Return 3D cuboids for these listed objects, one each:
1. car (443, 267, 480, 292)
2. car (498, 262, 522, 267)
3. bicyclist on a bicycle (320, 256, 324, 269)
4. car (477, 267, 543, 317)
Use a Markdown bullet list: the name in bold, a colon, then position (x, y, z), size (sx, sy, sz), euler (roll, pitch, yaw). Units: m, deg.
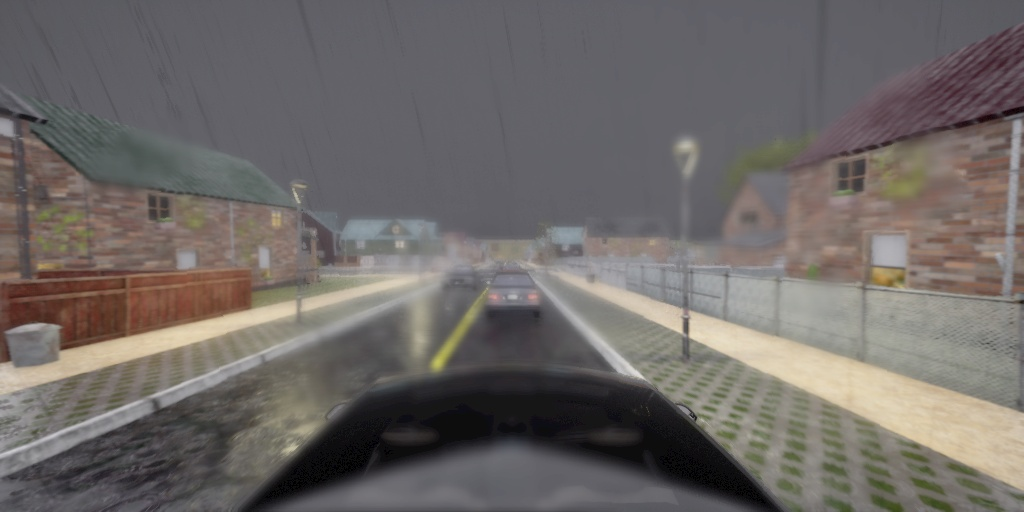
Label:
- **car**: position (-2.843, 1.325, 21.432), size (1.994, 1.385, 4.181), euler (0, 0, 0)
- **car**: position (0.082, 1.374, 27.892), size (1.895, 1.301, 4.718), euler (0, 0, 0)
- **bicyclist on a bicycle**: position (-24.882, 0.839, 46.841), size (0.582, 1.620, 1.656), euler (0, 3, -16)
- **car**: position (0.086, 1.297, 13.163), size (2.033, 1.411, 5.357), euler (0, 0, 0)
